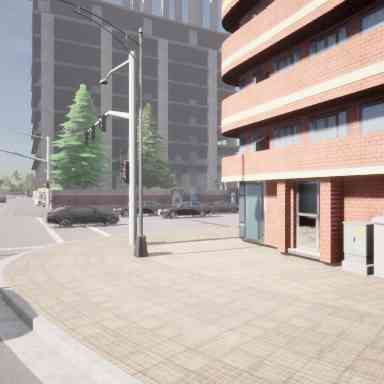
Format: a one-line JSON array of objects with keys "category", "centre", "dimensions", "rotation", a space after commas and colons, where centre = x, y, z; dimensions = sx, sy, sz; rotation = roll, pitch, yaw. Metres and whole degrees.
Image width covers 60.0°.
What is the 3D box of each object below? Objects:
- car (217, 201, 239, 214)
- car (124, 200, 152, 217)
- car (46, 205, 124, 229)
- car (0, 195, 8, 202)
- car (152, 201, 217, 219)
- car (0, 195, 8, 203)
[{"category": "car", "centre": [2.996, 1.619, 35.519], "dimensions": [4.181, 1.385, 1.994], "rotation": [0, 0, -28]}, {"category": "car", "centre": [-4.959, 1.547, 31.501], "dimensions": [4.902, 1.511, 2.128], "rotation": [0, 0, -27]}, {"category": "car", "centre": [-7.245, 1.580, 22.285], "dimensions": [4.674, 1.442, 1.812], "rotation": [0, 0, -27]}, {"category": "car", "centre": [-42.592, 1.500, 74.722], "dimensions": [1.837, 1.490, 4.892], "rotation": [0, 0, -27]}, {"category": "car", "centre": [-0.650, 1.547, 29.755], "dimensions": [4.902, 1.511, 2.128], "rotation": [0, 0, -27]}, {"category": "car", "centre": [-38.048, 1.595, 65.876], "dimensions": [1.895, 1.301, 4.718], "rotation": [0, 0, -27]}]
